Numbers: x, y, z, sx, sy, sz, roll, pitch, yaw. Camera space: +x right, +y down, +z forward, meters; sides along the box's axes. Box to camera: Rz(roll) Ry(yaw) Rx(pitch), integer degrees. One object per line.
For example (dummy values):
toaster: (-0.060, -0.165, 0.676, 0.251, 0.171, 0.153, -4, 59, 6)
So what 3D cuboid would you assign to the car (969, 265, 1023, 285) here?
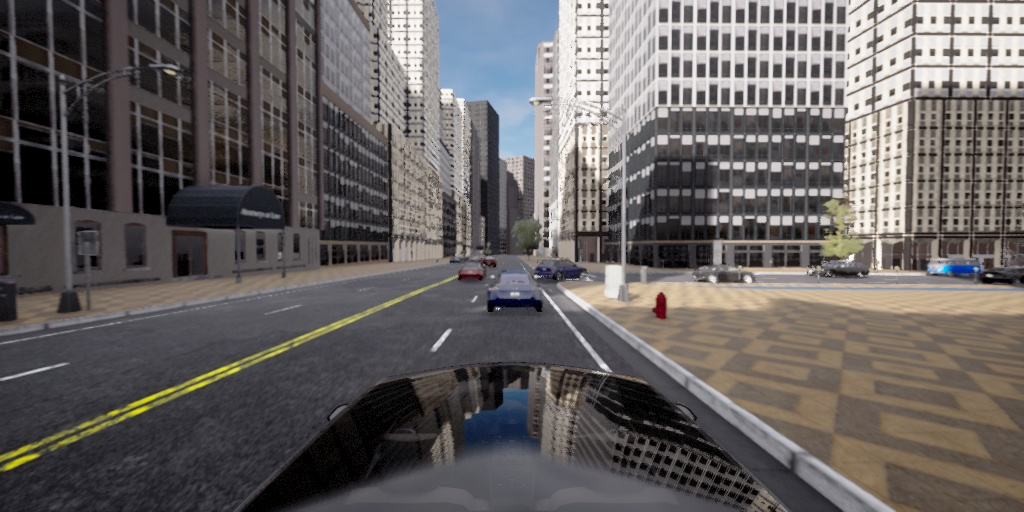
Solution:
car: (38.486, 1.543, 27.387, 4.313, 1.339, 1.948, 0, 0, -1)

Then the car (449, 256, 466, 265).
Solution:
car: (-9.744, 0.743, 63.072, 2.033, 1.411, 5.357, 0, 1, 1)

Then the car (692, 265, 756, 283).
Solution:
car: (15.922, 1.330, 26.984, 4.403, 1.370, 2.007, 0, 0, -1)

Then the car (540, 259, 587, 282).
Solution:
car: (3.973, 0.988, 28.395, 4.553, 1.767, 2.097, -1, 3, -44)

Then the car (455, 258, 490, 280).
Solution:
car: (-3.133, 1.135, 29.046, 1.994, 1.385, 4.181, 0, 1, 0)

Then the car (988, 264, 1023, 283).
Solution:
car: (43.470, 1.479, 30.082, 4.674, 1.442, 1.812, 0, 1, 0)

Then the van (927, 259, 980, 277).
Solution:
van: (44.035, 1.154, 35.834, 3.998, 1.789, 1.690, 0, 0, -1)

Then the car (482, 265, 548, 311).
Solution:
car: (0.099, 1.203, 13.768, 1.994, 1.385, 4.181, 0, 0, 0)

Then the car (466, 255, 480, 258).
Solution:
car: (-6.502, 0.718, 63.070, 1.812, 1.442, 4.674, 0, 1, 1)

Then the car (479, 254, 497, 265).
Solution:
car: (-3.134, 0.780, 50.792, 1.882, 1.535, 5.008, 0, 1, 0)

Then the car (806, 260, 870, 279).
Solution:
car: (29.960, 1.247, 33.038, 4.902, 1.511, 2.128, 0, 1, -1)
